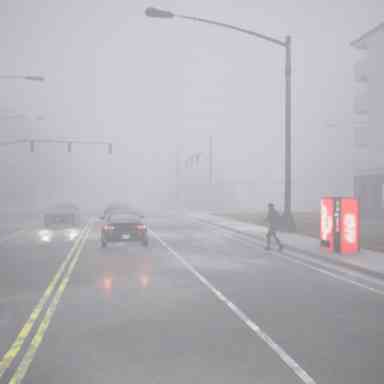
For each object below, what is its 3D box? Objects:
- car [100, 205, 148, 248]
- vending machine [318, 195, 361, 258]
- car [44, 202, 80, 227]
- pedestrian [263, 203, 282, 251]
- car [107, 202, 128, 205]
[{"bbox_3d":[-3.027,1.500,14.640,1.812,1.442,4.674,0,0,-14],"label":"car"},{"bbox_3d":[5.230,1.173,11.822,1.100,2.100,0.880,0,0,-14],"label":"vending machine"},{"bbox_3d":[-8.866,1.438,22.968,1.882,1.535,5.008,0,0,-14],"label":"car"},{"bbox_3d":[2.965,1.271,12.319,0.375,1.860,0.375,0,0,-14],"label":"pedestrian"},{"bbox_3d":[-5.250,1.437,23.414,1.882,1.535,5.008,0,0,-14],"label":"car"}]
